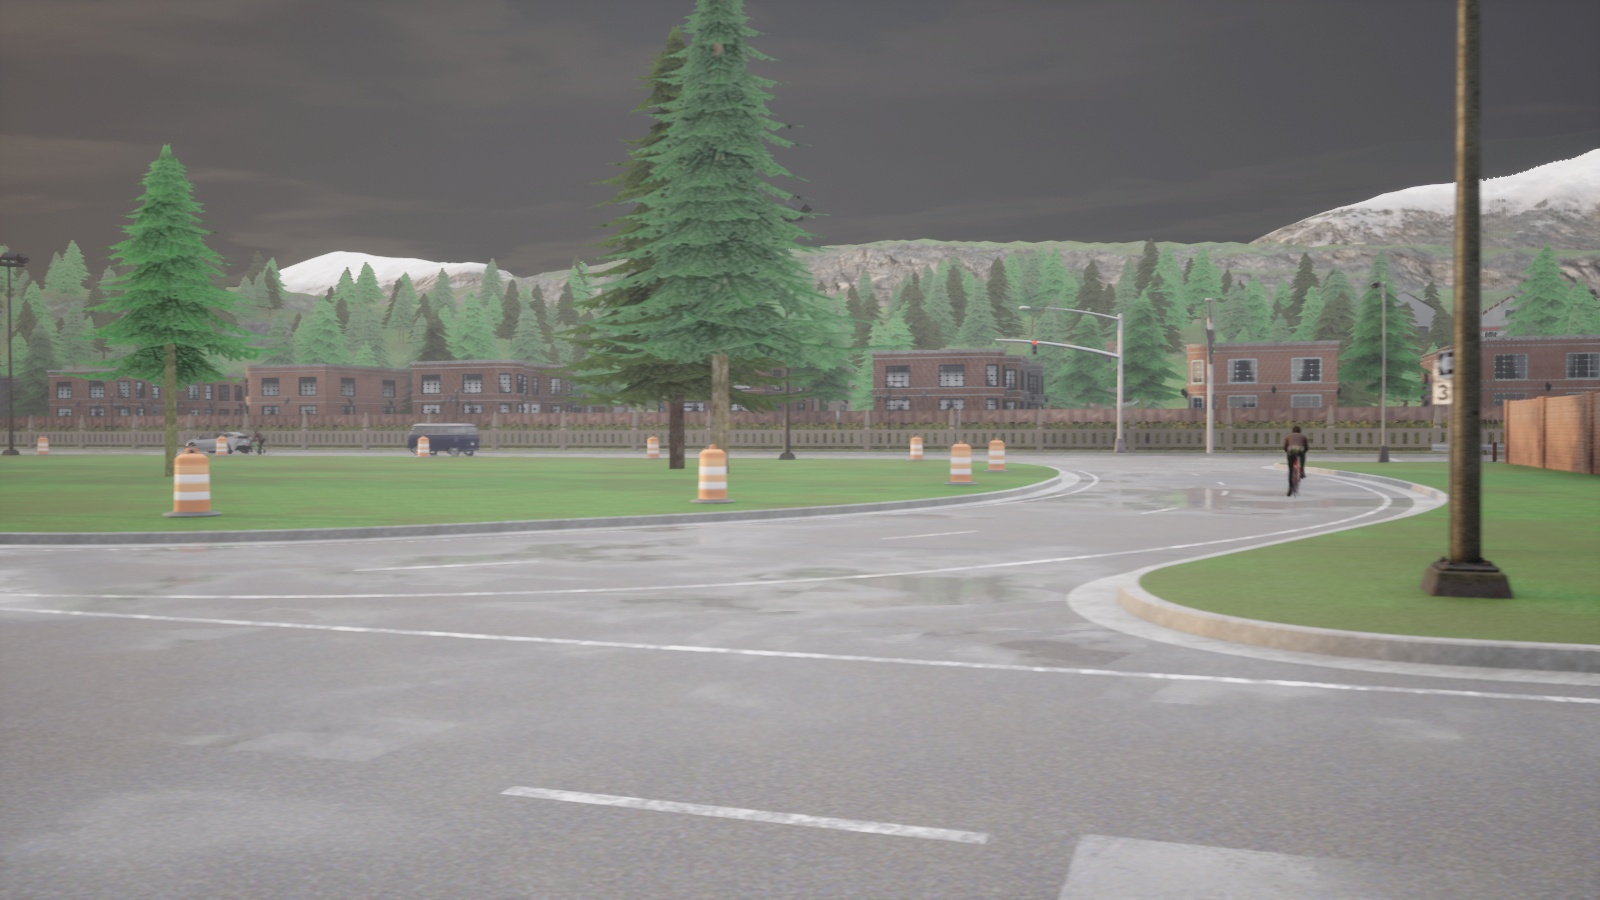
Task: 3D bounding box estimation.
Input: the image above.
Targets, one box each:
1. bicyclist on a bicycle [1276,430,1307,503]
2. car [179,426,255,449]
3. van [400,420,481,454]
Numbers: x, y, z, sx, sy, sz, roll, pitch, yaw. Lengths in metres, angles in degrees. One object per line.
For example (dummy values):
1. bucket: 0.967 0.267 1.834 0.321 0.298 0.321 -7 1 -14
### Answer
1. bicyclist on a bicycle: 11.284 0.362 28.783 0.582 1.620 1.656 0 1 24
2. car: -39.490 -0.839 85.103 4.514 1.525 2.007 1 1 18
3. van: -21.619 -0.781 75.454 4.442 1.987 1.775 1 1 18
